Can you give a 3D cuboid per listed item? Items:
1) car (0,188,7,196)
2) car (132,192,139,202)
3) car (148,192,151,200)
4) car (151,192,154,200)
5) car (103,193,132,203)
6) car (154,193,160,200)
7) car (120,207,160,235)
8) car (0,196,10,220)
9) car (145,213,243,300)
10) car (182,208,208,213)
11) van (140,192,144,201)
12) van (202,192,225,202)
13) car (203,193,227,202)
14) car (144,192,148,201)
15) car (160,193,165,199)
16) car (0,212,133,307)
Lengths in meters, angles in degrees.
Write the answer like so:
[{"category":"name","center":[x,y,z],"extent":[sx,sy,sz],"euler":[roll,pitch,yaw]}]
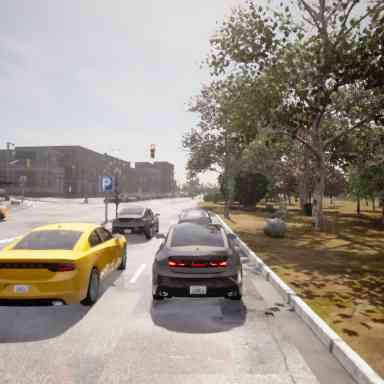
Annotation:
[{"category":"car","center":[-31.164,0.137,54.148],"extent":[2.002,1.452,4.674],"euler":[6,-3,-19]},{"category":"car","center":[-13.799,1.315,66.271],"extent":[5.366,1.575,1.946],"euler":[-1,0,-15]},{"category":"car","center":[-12.639,1.359,78.230],"extent":[4.674,1.452,2.002],"euler":[-1,0,-13]},{"category":"car","center":[-12.267,1.359,81.231],"extent":[4.674,1.452,2.002],"euler":[-1,0,-13]},{"category":"car","center":[-14.443,1.358,63.279],"extent":[4.792,1.488,2.163],"euler":[-1,0,-15]},{"category":"car","center":[-11.452,1.357,87.214],"extent":[4.674,1.452,2.002],"euler":[-1,0,-12]},{"category":"car","center":[-2.851,1.529,17.407],"extent":[1.837,1.490,4.892],"euler":[0,0,1]},{"category":"car","center":[-16.626,1.404,25.473],"extent":[4.553,1.767,2.185],"euler":[-1,0,-19]},{"category":"car","center":[0.109,1.514,8.397],"extent":[1.837,1.490,4.892],"euler":[0,0,0]},{"category":"car","center":[0.157,1.572,18.099],"extent":[2.033,1.411,5.357],"euler":[0,0,1]},{"category":"van","center":[-13.240,1.093,72.263],"extent":[4.442,1.987,1.878],"euler":[-1,0,-14]},{"category":"van","center":[4.284,1.042,65.874],"extent":[4.442,1.987,1.878],"euler":[1,0,-14]},{"category":"car","center":[4.668,1.141,68.843],"extent":[4.553,1.767,2.185],"euler":[1,0,-14]},{"category":"car","center":[-13.012,1.321,75.235],"extent":[4.892,1.521,2.231],"euler":[-1,0,-14]},{"category":"car","center":[-11.001,1.064,90.220],"extent":[5.566,2.045,2.435],"euler":[-1,0,-12]},{"category":"car","center":[-2.892,1.487,8.115],"extent":[1.882,1.535,5.008],"euler":[0,0,0]}]
